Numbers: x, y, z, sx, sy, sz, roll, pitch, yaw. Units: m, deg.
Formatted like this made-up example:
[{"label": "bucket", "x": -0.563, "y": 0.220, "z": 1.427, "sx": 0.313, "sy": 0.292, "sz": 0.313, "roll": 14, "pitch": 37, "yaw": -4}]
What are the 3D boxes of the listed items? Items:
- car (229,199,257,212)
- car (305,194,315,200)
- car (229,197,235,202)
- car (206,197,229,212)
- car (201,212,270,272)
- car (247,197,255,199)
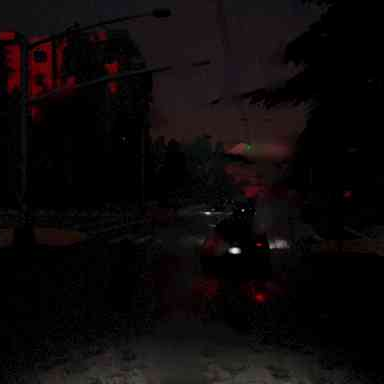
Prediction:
[{"label": "car", "x": 5.033, "y": 1.639, "z": 32.220, "sx": 1.994, "sy": 1.385, "sz": 4.181, "roll": 0, "pitch": 0, "yaw": 11}, {"label": "car", "x": 30.562, "y": 1.569, "z": 87.777, "sx": 1.845, "sy": 1.501, "sz": 3.633, "roll": 0, "pitch": 0, "yaw": 12}, {"label": "car", "x": 6.860, "y": 1.607, "z": 59.230, "sx": 1.837, "sy": 1.490, "sz": 4.892, "roll": 0, "pitch": 0, "yaw": 12}, {"label": "car", "x": 2.942, "y": 1.622, "z": 40.531, "sx": 2.033, "sy": 1.411, "sz": 5.357, "roll": 0, "pitch": 0, "yaw": 12}, {"label": "car", "x": 1.493, "y": 1.576, "z": 11.034, "sx": 1.994, "sy": 1.385, "sz": 4.181, "roll": 0, "pitch": 0, "yaw": 10}, {"label": "car", "x": 10.941, "y": 1.662, "z": 61.630, "sx": 2.033, "sy": 1.411, "sz": 5.357, "roll": 0, "pitch": 0, "yaw": 12}]
